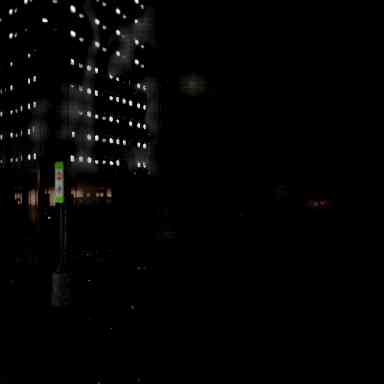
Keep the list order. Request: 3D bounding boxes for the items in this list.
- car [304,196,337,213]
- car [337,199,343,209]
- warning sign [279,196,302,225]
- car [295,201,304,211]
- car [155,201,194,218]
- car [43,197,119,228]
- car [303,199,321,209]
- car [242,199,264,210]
[{"bbox_3d":[16.400,1.501,42.254,2.150,2.045,5.566,0,-1,34],"label":"car"},{"bbox_3d":[21.914,1.816,51.071,1.882,1.535,5.008,0,0,31],"label":"car"},{"bbox_3d":[6.804,1.250,22.976,1.300,1.860,1.060,0,0,34],"label":"warning sign"},{"bbox_3d":[14.118,1.899,44.697,1.895,1.301,4.718,0,-1,33],"label":"car"},{"bbox_3d":[-1.691,1.718,33.065,1.837,1.490,4.892,0,-1,34],"label":"car"},{"bbox_3d":[-7.813,1.365,24.113,2.150,2.045,5.566,0,-1,34],"label":"car"},{"bbox_3d":[19.136,1.878,52.758,1.812,1.442,4.674,0,0,31],"label":"car"},{"bbox_3d":[9.058,1.810,48.992,1.882,1.535,5.008,0,-1,33],"label":"car"}]
